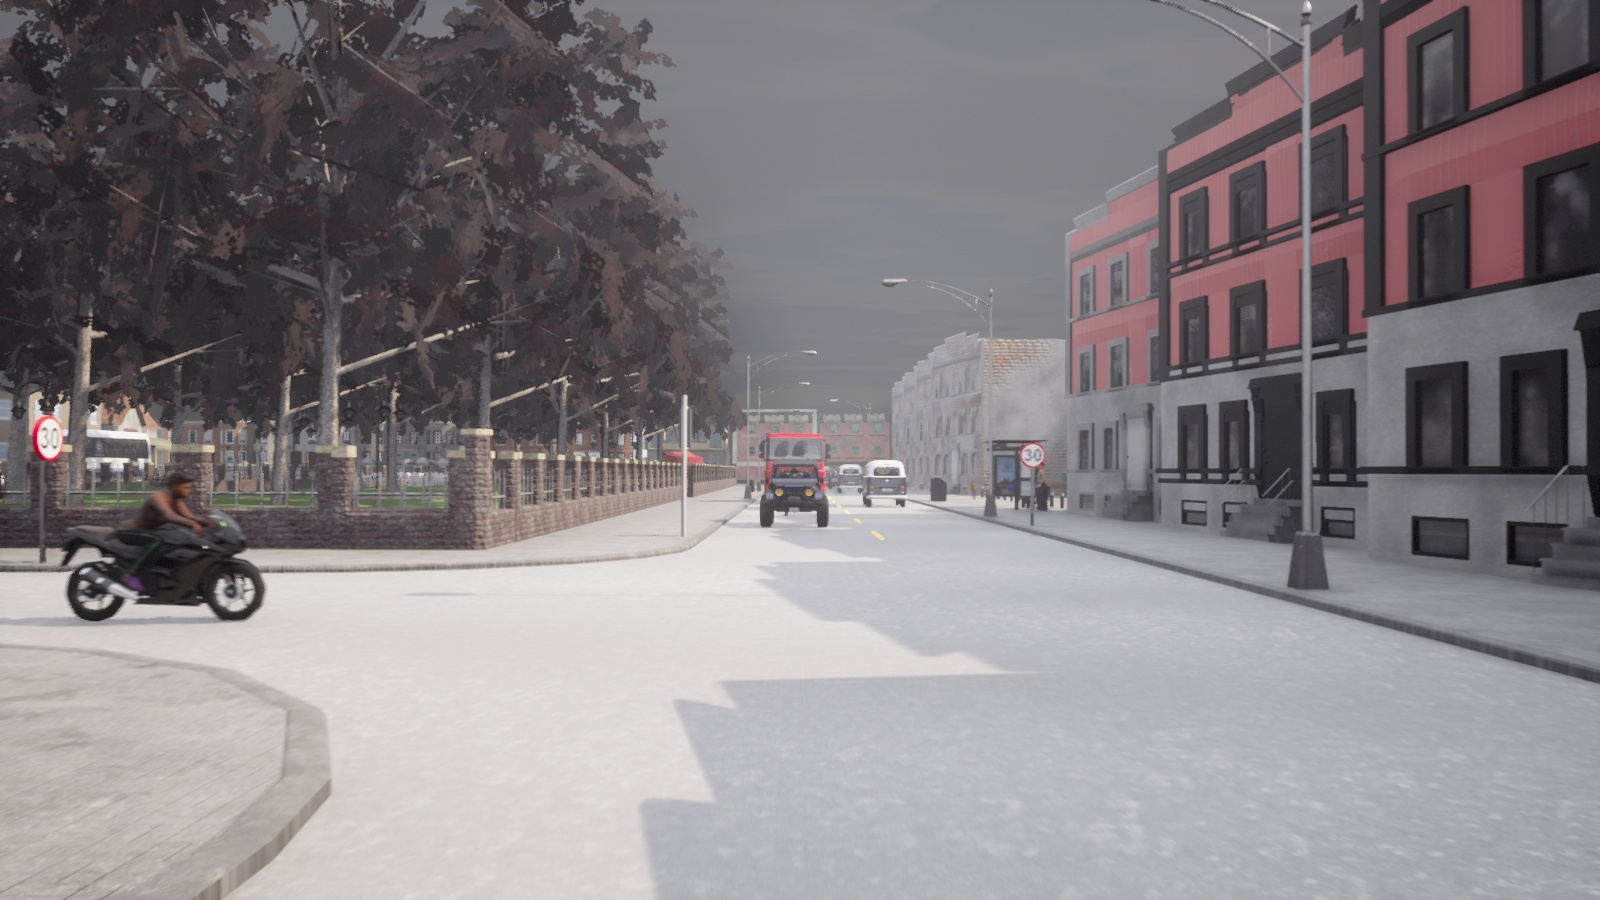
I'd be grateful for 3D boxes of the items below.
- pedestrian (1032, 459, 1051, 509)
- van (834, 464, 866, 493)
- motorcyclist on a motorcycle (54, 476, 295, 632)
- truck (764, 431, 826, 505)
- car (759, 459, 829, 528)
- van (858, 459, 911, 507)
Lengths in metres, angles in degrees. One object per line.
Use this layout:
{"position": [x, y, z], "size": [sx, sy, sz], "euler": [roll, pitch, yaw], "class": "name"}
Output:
{"position": [8.948, 1.269, 46.615], "size": [0.594, 1.836, 0.345], "euler": [0, -1, -10], "class": "pedestrian"}
{"position": [3.608, 2.047, 91.003], "size": [2.069, 2.038, 4.480], "euler": [0, -1, 0], "class": "van"}
{"position": [-6.329, 1.036, 12.801], "size": [2.044, 1.523, 0.797], "euler": [0, -1, -1], "class": "motorcyclist on a motorcycle"}
{"position": [-0.261, 0.877, 62.463], "size": [2.891, 3.462, 7.936], "euler": [0, -1, 0], "class": "truck"}
{"position": [-0.142, 1.217, 36.169], "size": [1.905, 1.878, 3.866], "euler": [0, -1, 0], "class": "car"}
{"position": [3.765, 1.470, 56.562], "size": [2.069, 2.038, 4.480], "euler": [0, -1, 0], "class": "van"}
